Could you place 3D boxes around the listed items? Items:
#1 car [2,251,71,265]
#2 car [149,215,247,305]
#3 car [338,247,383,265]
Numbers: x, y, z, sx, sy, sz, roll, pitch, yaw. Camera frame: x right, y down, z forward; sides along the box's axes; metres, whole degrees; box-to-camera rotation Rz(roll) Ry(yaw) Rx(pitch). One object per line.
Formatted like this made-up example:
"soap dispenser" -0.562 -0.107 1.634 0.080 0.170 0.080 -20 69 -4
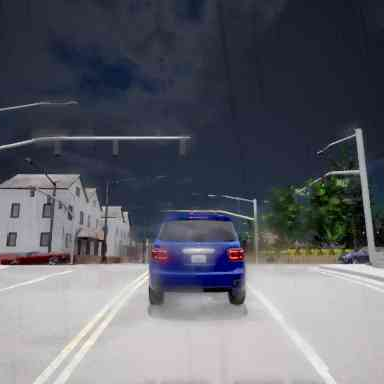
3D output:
"car" -12.231 5.325 26.395 4.718 1.301 1.895 -5 -12 -4
"car" 0.078 1.762 9.313 2.150 2.045 5.566 0 -7 -1
"car" 15.423 5.661 29.617 4.553 1.767 2.097 0 -12 1
